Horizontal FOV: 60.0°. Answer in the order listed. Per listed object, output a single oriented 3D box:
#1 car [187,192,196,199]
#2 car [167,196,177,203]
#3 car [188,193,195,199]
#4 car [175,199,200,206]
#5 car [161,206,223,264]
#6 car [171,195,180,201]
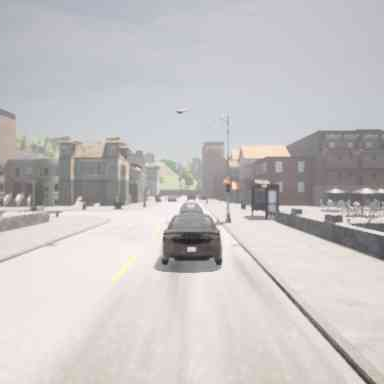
[{"bbox_3d":[-0.123,1.117,81.351,2.150,2.045,5.566,0,0,0],"label":"car"},{"bbox_3d":[-4.106,1.454,70.068,2.033,1.411,5.357,0,0,0],"label":"car"},{"bbox_3d":[-0.139,1.075,91.711,2.097,1.767,4.553,0,0,0],"label":"car"},{"bbox_3d":[-0.111,1.516,25.661,2.033,1.411,5.357,0,0,-2],"label":"car"},{"bbox_3d":[0.016,1.463,11.809,1.882,1.535,5.008,0,0,1],"label":"car"},{"bbox_3d":[-4.130,1.419,85.711,2.033,1.411,5.357,0,0,0],"label":"car"}]
